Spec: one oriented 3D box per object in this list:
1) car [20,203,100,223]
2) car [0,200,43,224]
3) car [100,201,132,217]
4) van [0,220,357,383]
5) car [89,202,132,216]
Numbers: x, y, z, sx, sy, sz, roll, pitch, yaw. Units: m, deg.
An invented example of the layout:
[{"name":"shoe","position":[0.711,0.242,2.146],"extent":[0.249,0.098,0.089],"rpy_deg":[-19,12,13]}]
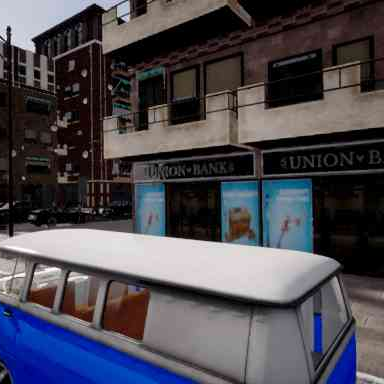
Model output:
[{"name":"car","position":[-8.722,1.583,22.381],"extent":[1.947,1.339,4.313],"rpy_deg":[-2,-1,36]},{"name":"car","position":[-13.446,1.473,25.733],"extent":[2.097,1.767,4.553],"rpy_deg":[-1,-1,36]},{"name":"car","position":[-7.370,1.671,34.064],"extent":[2.128,1.511,4.902],"rpy_deg":[-1,-1,36]},{"name":"van","position":[-0.549,1.342,3.242],"extent":[3.998,1.788,1.690],"rpy_deg":[0,-1,35]},{"name":"car","position":[-8.851,1.797,36.432],"extent":[1.947,1.339,4.313],"rpy_deg":[-2,-1,36]}]
